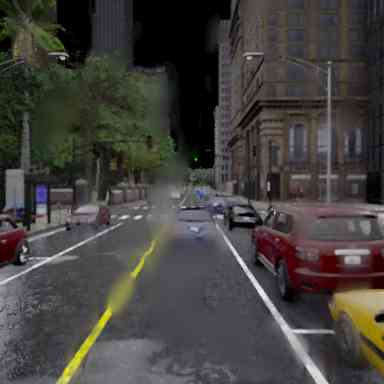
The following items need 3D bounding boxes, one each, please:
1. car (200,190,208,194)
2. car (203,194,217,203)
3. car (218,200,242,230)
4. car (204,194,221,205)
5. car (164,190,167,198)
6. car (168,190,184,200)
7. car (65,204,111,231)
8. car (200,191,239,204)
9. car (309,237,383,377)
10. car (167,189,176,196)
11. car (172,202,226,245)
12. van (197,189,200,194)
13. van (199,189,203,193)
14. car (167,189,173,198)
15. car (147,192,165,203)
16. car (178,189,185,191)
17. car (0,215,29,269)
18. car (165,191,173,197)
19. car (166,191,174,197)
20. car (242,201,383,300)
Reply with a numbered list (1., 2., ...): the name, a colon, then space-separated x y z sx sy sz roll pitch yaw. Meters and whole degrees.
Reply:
1. car: 2.748 0.868 56.395 1.752 1.417 4.829 0 1 0
2. car: 2.749 0.975 50.806 1.947 1.339 4.313 0 1 0
3. car: 2.756 1.349 18.951 1.947 1.339 4.313 0 1 0
4. car: 2.750 1.039 45.386 1.947 1.339 4.313 0 1 0
5. car: -5.778 0.784 56.242 1.967 1.590 4.097 0 1 0
6. car: -3.041 0.794 62.534 1.812 1.442 4.674 0 1 1
7. car: -5.770 1.365 18.967 1.802 1.307 4.206 0 1 0
8. car: 3.056 1.073 27.961 2.097 1.767 4.553 1 0 35
9. car: 2.759 1.492 2.846 1.752 1.417 4.829 0 1 0
10. car: -5.786 0.186 94.180 2.192 1.841 5.009 0 1 0
11. car: 0.098 1.381 14.545 2.033 1.411 5.357 0 1 0
12. van: 2.742 0.351 83.323 1.690 1.788 3.998 0 1 0
13. van: 2.746 0.620 61.643 1.690 1.788 3.998 0 1 0
14. car: -5.781 0.586 72.502 1.967 1.590 4.097 0 1 0
15. car: -5.776 0.960 50.823 2.008 1.369 4.403 0 1 0
16. car: -3.017 0.441 78.583 1.837 1.490 4.892 0 1 0
17. car: -5.768 1.347 8.113 1.967 1.590 4.097 0 1 0
18. car: -5.783 0.537 83.173 1.752 1.417 4.829 0 1 0
19. car: -5.784 0.468 88.593 1.752 1.417 4.829 0 1 0
20. car: 2.757 1.222 8.098 2.192 1.841 5.009 0 1 0
